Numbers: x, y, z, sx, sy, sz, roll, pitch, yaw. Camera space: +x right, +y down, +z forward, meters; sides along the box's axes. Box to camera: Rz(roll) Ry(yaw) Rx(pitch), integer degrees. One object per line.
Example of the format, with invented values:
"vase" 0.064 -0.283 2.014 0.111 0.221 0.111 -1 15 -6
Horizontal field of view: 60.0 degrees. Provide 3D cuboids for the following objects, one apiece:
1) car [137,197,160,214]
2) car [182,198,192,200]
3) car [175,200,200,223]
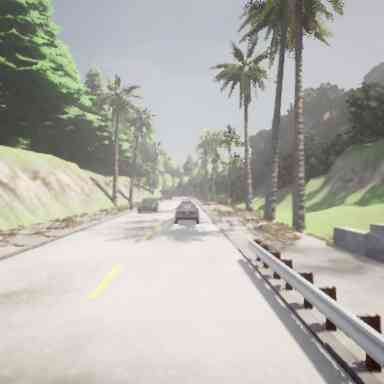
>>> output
"car" -4.718 1.375 36.371 2.097 1.767 4.553 0 0 -1
"car" -0.955 1.649 59.919 1.895 1.301 4.718 0 0 -1
"car" -0.383 1.569 25.938 2.033 1.411 5.357 0 0 -1
